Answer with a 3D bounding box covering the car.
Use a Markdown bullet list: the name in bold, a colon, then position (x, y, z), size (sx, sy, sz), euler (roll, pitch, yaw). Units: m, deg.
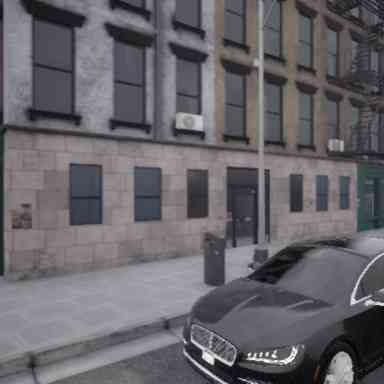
- **car**: position (2.144, 1.481, 4.915), size (4.892, 1.490, 1.837), euler (0, 0, -36)
